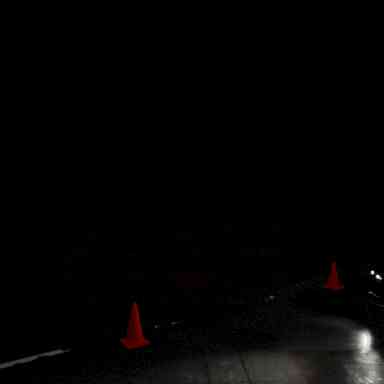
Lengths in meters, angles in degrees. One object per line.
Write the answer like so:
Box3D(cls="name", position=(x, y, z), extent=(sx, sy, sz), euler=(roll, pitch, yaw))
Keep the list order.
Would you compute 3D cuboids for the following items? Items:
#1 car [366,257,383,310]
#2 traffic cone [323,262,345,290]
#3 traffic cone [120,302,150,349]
Box3D(cls="car", position=(5.328, 1.445, 6.593), extent=(4.902, 1.511, 2.128), euler=(0, 1, -36))
Box3D(cls="traffic cone", position=(3.266, 1.900, 7.656), extent=(0.340, 0.580, 0.340), euler=(0, 1, -35))
Box3D(cls="traffic cone", position=(-0.841, 1.917, 4.905), extent=(0.340, 0.580, 0.340), euler=(0, 0, -34))
